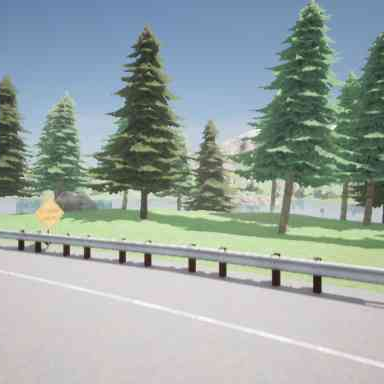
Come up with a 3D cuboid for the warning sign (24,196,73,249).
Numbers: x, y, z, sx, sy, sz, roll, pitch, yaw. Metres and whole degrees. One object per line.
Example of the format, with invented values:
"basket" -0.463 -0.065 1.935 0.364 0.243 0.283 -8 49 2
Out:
"warning sign" -5.402 1.100 12.571 1.060 1.860 1.300 0 0 29
